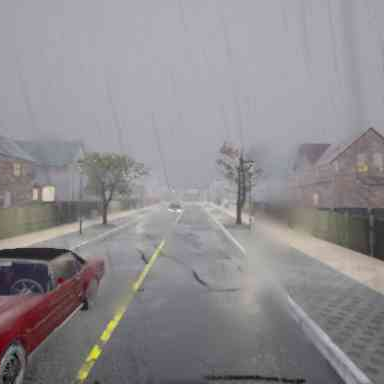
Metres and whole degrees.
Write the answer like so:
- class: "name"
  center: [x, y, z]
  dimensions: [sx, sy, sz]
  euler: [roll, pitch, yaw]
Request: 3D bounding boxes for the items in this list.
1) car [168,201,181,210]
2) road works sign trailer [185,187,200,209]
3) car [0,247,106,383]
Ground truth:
- class: "car"
  center: [-2.744, 2.117, 53.817]
  dimensions: [1.994, 1.385, 4.181]
  euler: [0, -1, 1]
- class: "road works sign trailer"
  center: [0.066, 1.031, 55.103]
  dimensions: [2.380, 3.560, 2.880]
  euler: [0, -1, 0]
- class: "car"
  center: [-2.843, 1.640, 5.149]
  dimensions: [1.895, 1.301, 4.718]
  euler: [0, 0, 0]
